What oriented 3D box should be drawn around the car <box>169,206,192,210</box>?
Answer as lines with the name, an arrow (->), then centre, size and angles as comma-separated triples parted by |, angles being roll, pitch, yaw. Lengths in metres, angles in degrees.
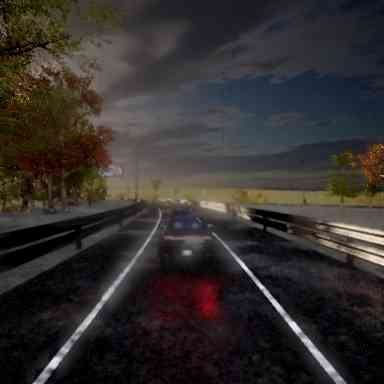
car -> -0.944, 1.873, 27.667 | 1.994, 1.385, 4.181 | 0, -1, -3

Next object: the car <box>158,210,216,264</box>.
car -> -0.194, 1.629, 12.384 | 2.128, 1.511, 4.902 | 0, -1, -1
